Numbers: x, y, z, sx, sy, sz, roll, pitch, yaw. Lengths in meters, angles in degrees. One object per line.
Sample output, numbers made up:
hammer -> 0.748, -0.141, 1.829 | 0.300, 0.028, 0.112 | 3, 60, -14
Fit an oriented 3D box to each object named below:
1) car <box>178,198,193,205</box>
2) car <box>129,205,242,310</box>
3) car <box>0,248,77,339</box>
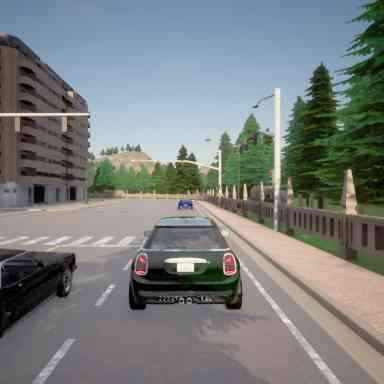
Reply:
car -> -0.877, 1.478, 44.244 | 1.882, 1.535, 5.008 | 0, 0, -1
car -> -0.130, 1.352, 7.990 | 2.097, 1.767, 4.553 | 0, 0, 0
car -> -3.545, 1.601, 5.618 | 1.895, 1.301, 4.718 | 0, 0, -1
